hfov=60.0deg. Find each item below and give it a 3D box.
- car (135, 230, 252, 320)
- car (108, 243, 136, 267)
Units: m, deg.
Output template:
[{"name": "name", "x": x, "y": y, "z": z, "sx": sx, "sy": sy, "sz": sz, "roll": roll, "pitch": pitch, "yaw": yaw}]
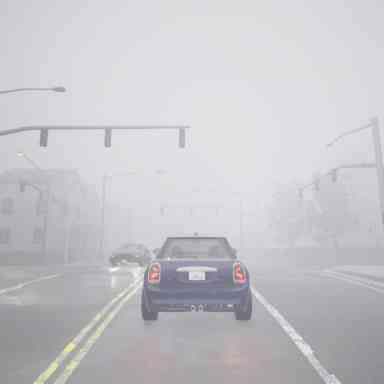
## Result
[{"name": "car", "x": 0.085, "y": 1.804, "z": 8.206, "sx": 2.097, "sy": 1.767, "sz": 4.553, "roll": 0, "pitch": -7, "yaw": 0}, {"name": "car", "x": -3.632, "y": 3.844, "z": 20.450, "sx": 2.033, "sy": 1.411, "sz": 5.357, "roll": 0, "pitch": -11, "yaw": 0}]
